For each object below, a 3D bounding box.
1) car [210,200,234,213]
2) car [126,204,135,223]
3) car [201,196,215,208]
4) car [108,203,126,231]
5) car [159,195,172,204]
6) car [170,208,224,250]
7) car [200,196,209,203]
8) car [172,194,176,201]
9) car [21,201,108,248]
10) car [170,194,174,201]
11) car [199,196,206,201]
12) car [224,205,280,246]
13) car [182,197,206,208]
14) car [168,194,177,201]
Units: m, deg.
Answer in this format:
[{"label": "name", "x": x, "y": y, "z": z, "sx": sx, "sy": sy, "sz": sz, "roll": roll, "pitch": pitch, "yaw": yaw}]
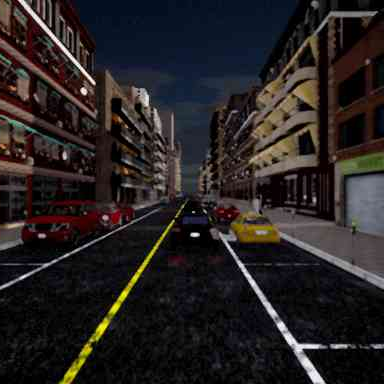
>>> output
[{"label": "car", "x": 2.719, "y": 1.593, "z": 26.362, "sx": 1.887, "sy": 1.381, "sz": 4.507, "roll": 0, "pitch": 0, "yaw": 0}, {"label": "car", "x": -5.661, "y": 1.592, "z": 26.376, "sx": 1.887, "sy": 1.381, "sz": 4.507, "roll": 0, "pitch": 0, "yaw": 0}, {"label": "car", "x": 2.744, "y": 1.639, "z": 48.907, "sx": 2.008, "sy": 1.369, "sz": 4.403, "roll": 0, "pitch": 0, "yaw": 0}, {"label": "car", "x": -5.668, "y": 1.478, "z": 20.739, "sx": 1.967, "sy": 1.590, "sz": 4.097, "roll": 0, "pitch": 0, "yaw": 0}, {"label": "car", "x": -5.619, "y": 1.666, "z": 65.828, "sx": 2.008, "sy": 1.369, "sz": 4.403, "roll": 0, "pitch": 0, "yaw": 0}, {"label": "car", "x": 0.115, "y": 1.591, "z": 14.567, "sx": 1.994, "sy": 1.385, "sz": 4.181, "roll": 0, "pitch": 0, "yaw": 0}, {"label": "car", "x": 2.774, "y": 1.700, "z": 77.088, "sx": 1.947, "sy": 1.339, "sz": 4.313, "roll": 0, "pitch": 0, "yaw": 0}, {"label": "car", "x": -5.600, "y": 1.687, "z": 82.738, "sx": 1.887, "sy": 1.381, "sz": 4.507, "roll": 0, "pitch": 0, "yaw": 0}, {"label": "car", "x": -5.673, "y": 1.342, "z": 15.103, "sx": 2.192, "sy": 1.841, "sz": 5.009, "roll": 0, "pitch": 0, "yaw": 0}, {"label": "car", "x": -5.613, "y": 1.675, "z": 71.465, "sx": 2.008, "sy": 1.369, "sz": 4.403, "roll": 0, "pitch": 0, "yaw": 0}, {"label": "car", "x": 2.786, "y": 1.735, "z": 88.360, "sx": 1.802, "sy": 1.307, "sz": 4.206, "roll": 0, "pitch": 0, "yaw": 0}, {"label": "car", "x": 2.707, "y": 1.554, "z": 15.260, "sx": 1.752, "sy": 1.417, "sz": 4.829, "roll": 0, "pitch": 0, "yaw": 0}, {"label": "car", "x": 0.133, "y": 1.563, "z": 31.864, "sx": 1.837, "sy": 1.490, "sz": 4.892, "roll": 0, "pitch": 0, "yaw": 0}, {"label": "car", "x": -5.587, "y": 1.476, "z": 94.011, "sx": 2.192, "sy": 1.841, "sz": 5.009, "roll": 0, "pitch": 0, "yaw": 0}]
